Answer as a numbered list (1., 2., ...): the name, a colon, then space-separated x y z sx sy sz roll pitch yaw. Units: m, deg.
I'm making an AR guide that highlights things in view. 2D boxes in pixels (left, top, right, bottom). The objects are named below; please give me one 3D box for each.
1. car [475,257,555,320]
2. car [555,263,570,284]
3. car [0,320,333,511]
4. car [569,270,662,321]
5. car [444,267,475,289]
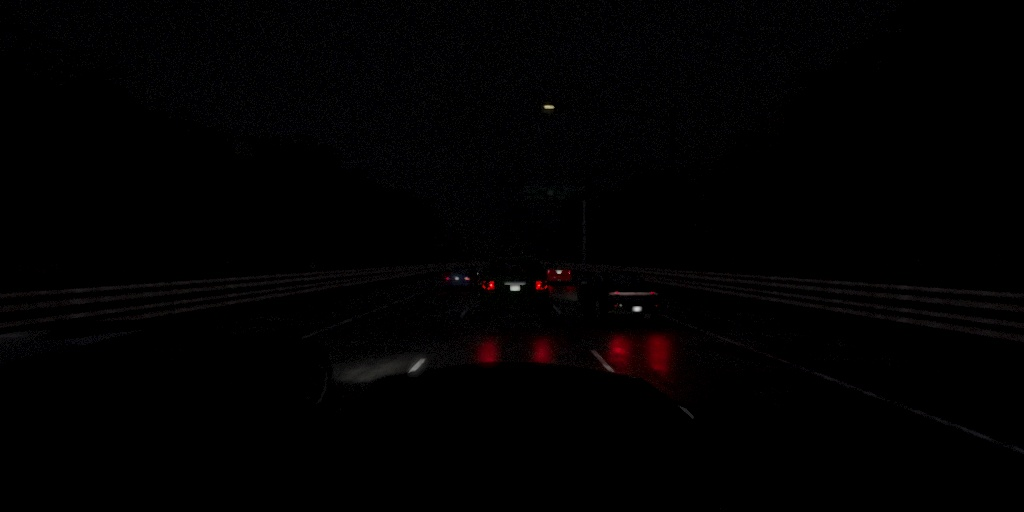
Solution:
1. car: 0.094 1.055 13.092 2.150 2.045 5.566 0 -1 0
2. car: 3.588 1.316 29.377 2.097 1.767 4.553 0 0 0
3. car: -3.426 1.285 3.095 1.812 1.442 4.674 0 0 0
4. car: 3.592 1.323 12.712 2.128 1.511 4.902 0 0 0
5. car: -3.412 1.474 24.770 2.033 1.411 5.357 0 0 0
